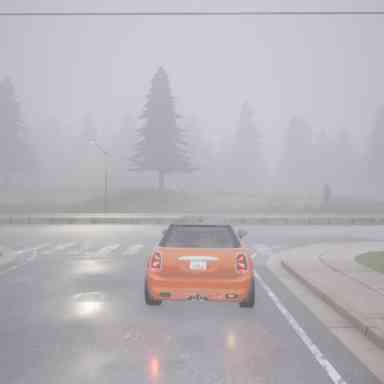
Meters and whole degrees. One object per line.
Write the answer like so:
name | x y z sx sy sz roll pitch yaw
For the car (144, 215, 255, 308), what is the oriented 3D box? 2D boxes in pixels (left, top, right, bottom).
car | 0.283 1.350 8.144 2.097 1.767 4.553 0 0 5
